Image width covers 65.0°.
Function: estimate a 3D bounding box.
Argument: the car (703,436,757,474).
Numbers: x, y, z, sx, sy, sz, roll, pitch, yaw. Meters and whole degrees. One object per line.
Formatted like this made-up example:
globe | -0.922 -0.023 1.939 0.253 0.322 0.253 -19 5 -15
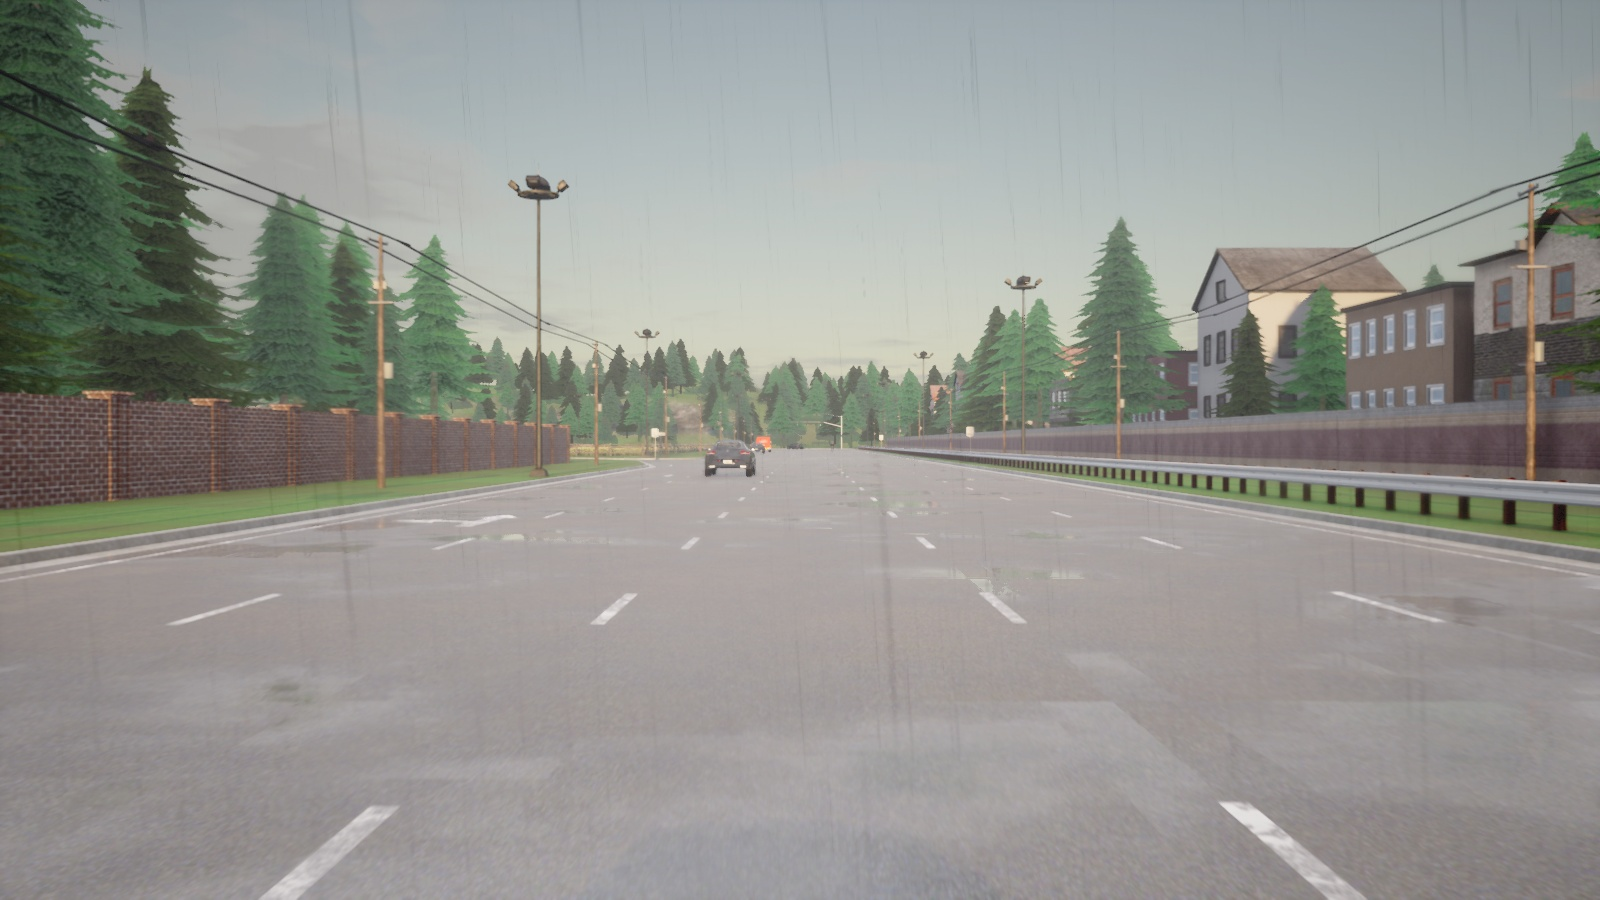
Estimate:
car | -3.156 0.199 57.495 2.152 1.651 5.027 0 0 0
